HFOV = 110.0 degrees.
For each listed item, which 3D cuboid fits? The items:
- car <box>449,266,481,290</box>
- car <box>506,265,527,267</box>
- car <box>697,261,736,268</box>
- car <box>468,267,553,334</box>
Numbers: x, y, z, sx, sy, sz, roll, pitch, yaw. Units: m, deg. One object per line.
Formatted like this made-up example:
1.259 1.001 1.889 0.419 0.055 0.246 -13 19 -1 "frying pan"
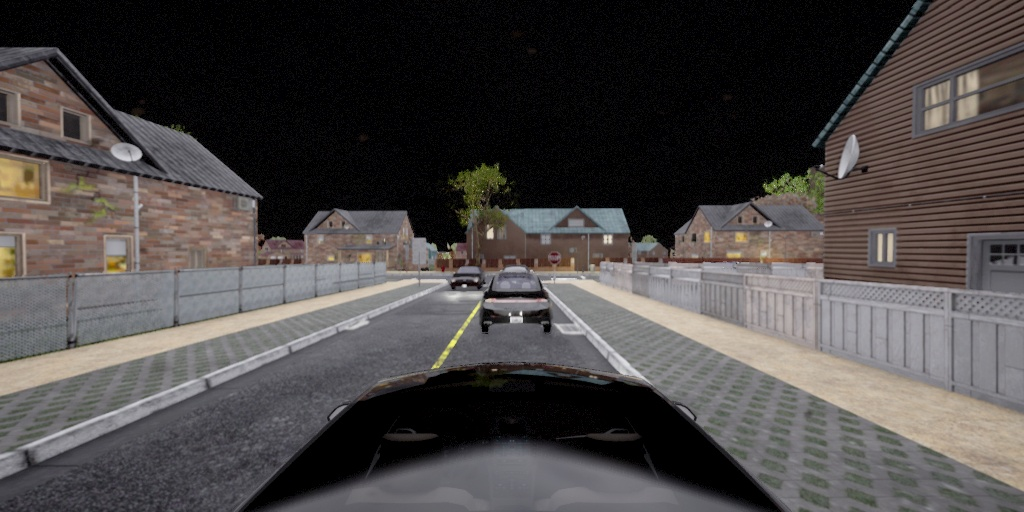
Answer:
-2.717 1.346 23.169 2.033 1.411 5.357 0 0 0 "car"
0.295 1.274 22.326 1.882 1.535 5.008 0 0 4 "car"
19.826 1.258 33.663 5.008 1.535 1.882 0 1 2 "car"
0.112 1.260 10.699 2.128 1.511 4.902 0 0 0 "car"
